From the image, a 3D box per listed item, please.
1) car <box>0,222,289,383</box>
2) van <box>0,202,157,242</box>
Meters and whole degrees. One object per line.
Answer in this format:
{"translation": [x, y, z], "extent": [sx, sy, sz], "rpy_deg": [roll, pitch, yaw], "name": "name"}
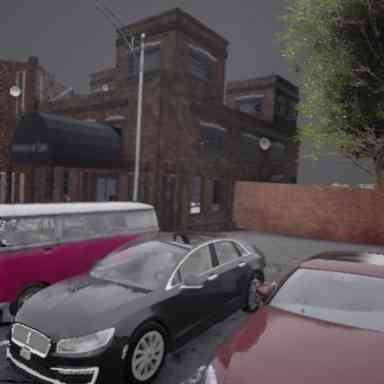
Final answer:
{"translation": [-0.371, 1.468, 5.554], "extent": [2.231, 1.521, 4.892], "rpy_deg": [0, 0, 36], "name": "car"}
{"translation": [-2.715, 1.224, 7.076], "extent": [1.878, 1.987, 4.442], "rpy_deg": [1, 1, 36], "name": "van"}
